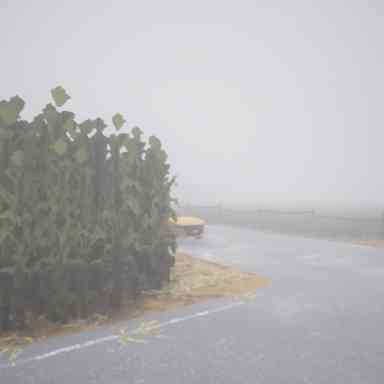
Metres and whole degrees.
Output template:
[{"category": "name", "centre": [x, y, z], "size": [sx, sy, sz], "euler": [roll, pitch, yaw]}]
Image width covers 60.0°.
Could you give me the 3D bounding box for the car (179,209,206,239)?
[{"category": "car", "centre": [-1.304, 1.482, 16.809], "size": [1.882, 1.535, 5.008], "euler": [0, 0, -35]}]
